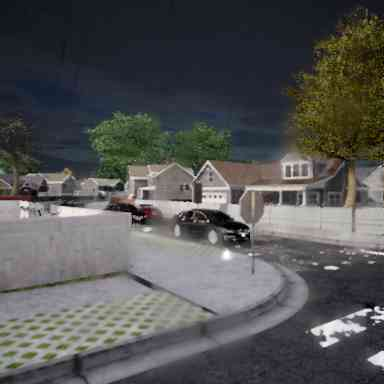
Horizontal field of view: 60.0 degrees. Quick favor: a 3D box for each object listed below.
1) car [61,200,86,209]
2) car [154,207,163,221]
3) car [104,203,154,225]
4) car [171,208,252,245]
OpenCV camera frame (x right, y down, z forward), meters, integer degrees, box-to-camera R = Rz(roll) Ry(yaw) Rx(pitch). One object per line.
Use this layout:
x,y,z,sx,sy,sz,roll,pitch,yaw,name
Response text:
-12.786,1.579,35.788,2.128,1.511,4.902,1,-1,-33,car
-4.159,1.704,28.101,1.994,1.385,4.181,1,-1,-35,car
-4.972,1.595,24.391,1.837,1.490,4.892,1,0,-35,car
0.806,1.600,16.227,1.837,1.490,4.892,1,-1,-35,car
